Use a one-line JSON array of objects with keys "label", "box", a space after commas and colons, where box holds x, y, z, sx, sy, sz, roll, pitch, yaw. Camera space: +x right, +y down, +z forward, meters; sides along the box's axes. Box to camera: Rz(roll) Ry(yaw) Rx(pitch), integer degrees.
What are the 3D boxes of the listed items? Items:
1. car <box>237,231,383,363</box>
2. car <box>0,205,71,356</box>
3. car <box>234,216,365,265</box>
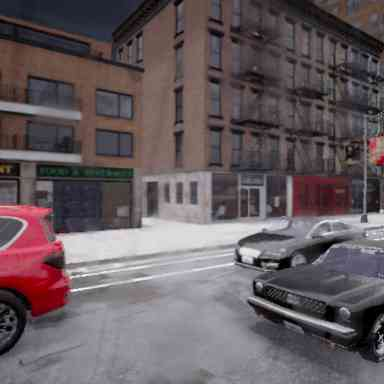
[{"label": "car", "box": [3.242, 1.615, 6.007, 4.718, 1.301, 1.895, 0, 0, -35]}, {"label": "car", "box": [-4.548, 1.225, 4.418, 5.566, 2.045, 2.150, 0, 0, -36]}, {"label": "car", "box": [3.443, 1.513, 10.152, 4.902, 1.511, 2.128, 0, 0, -36]}]
